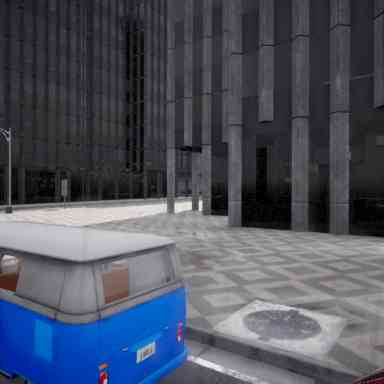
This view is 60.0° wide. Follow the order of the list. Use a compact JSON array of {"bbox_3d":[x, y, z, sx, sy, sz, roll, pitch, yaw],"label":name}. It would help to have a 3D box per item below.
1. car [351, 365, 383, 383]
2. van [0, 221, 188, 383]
[{"bbox_3d":[2.543,1.440,1.153,4.097,1.590,1.967,0,0,35],"label":"car"},{"bbox_3d":[-1.957,1.341,4.357,3.998,1.788,1.690,0,0,35],"label":"van"}]
